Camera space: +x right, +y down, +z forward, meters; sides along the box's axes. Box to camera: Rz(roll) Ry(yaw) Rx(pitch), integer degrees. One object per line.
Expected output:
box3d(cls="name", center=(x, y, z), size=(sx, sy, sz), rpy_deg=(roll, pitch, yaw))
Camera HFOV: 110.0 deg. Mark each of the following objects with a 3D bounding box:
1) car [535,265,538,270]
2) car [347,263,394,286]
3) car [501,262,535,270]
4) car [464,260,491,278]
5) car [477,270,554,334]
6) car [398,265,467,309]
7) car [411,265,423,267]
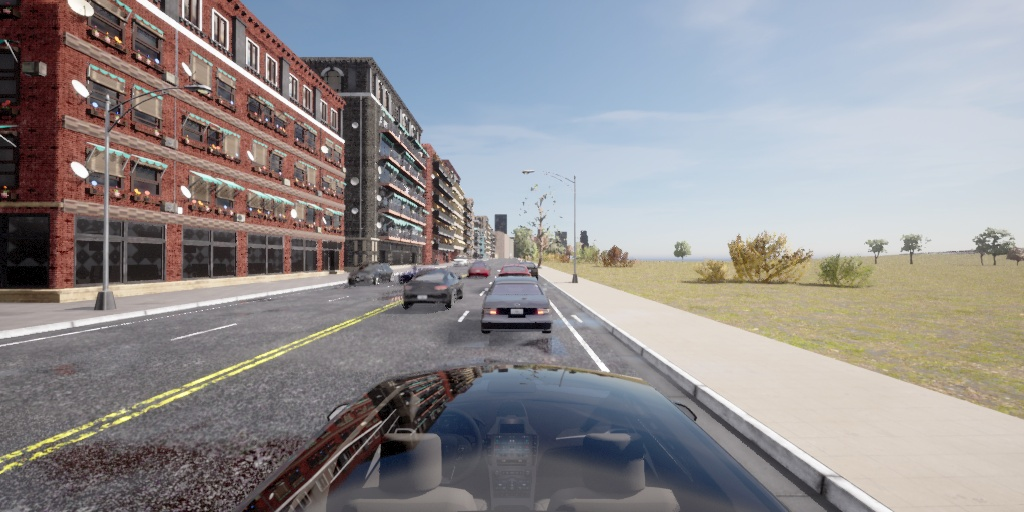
box3d(cls="car", center=(1.197, 1.232, 30.597), size=(1.882, 1.535, 5.008), rpy_deg=(0, 0, 0))
box3d(cls="car", center=(-9.803, 1.258, 25.259), size=(1.837, 1.490, 4.892), rpy_deg=(0, 0, 0))
box3d(cls="car", center=(0.142, 1.231, 21.159), size=(1.882, 1.535, 5.008), rpy_deg=(0, 0, 0))
box3d(cls="car", center=(-3.084, 1.319, 34.576), size=(1.994, 1.385, 4.181), rpy_deg=(0, 0, 0))
box3d(cls="car", center=(0.117, 1.299, 10.619), size=(2.033, 1.411, 5.357), rpy_deg=(0, 0, 0))
box3d(cls="car", center=(-3.127, 1.278, 14.836), size=(1.812, 1.442, 4.674), rpy_deg=(0, 0, 0))
box3d(cls="car", center=(-6.551, 1.354, 25.589), size=(1.895, 1.301, 4.718), rpy_deg=(0, 0, 0))
